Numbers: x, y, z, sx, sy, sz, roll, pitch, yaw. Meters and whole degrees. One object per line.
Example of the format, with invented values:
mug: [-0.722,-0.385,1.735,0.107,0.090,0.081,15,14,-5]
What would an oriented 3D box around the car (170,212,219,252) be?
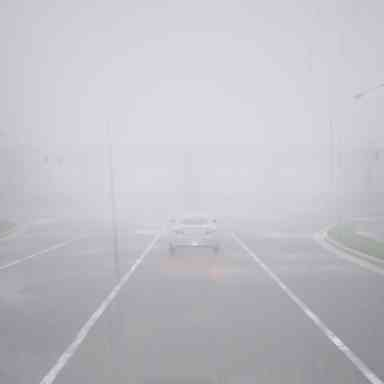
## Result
car: [0.081,1.565,13.870,1.812,1.442,4.674,0,0,0]
